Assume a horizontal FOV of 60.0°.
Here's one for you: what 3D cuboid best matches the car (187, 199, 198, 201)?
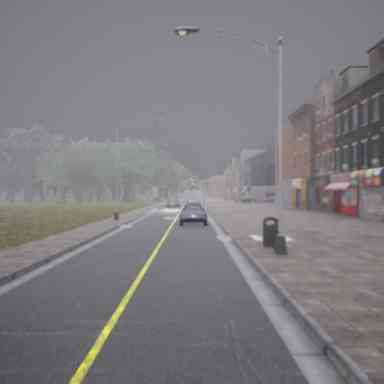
[{"bbox_3d":[0.092,1.584,42.312,1.812,1.442,4.674,0,0,0],"label":"car"}]

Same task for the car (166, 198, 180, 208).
[{"bbox_3d":[-2.775,1.584,49.223,2.128,1.511,4.902,0,-1,0],"label":"car"}]

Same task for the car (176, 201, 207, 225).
[{"bbox_3d":[0.096,1.589,24.405,1.994,1.385,4.181,0,0,0],"label":"car"}]

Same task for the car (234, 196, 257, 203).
[{"bbox_3d":[10.421,1.494,64.815,4.403,1.369,2.008,-1,1,0],"label":"car"}]

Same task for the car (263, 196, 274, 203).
[{"bbox_3d":[15.952,1.406,64.814,4.206,1.307,1.802,-1,1,0],"label":"car"}]
